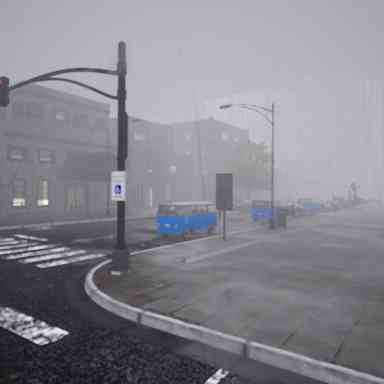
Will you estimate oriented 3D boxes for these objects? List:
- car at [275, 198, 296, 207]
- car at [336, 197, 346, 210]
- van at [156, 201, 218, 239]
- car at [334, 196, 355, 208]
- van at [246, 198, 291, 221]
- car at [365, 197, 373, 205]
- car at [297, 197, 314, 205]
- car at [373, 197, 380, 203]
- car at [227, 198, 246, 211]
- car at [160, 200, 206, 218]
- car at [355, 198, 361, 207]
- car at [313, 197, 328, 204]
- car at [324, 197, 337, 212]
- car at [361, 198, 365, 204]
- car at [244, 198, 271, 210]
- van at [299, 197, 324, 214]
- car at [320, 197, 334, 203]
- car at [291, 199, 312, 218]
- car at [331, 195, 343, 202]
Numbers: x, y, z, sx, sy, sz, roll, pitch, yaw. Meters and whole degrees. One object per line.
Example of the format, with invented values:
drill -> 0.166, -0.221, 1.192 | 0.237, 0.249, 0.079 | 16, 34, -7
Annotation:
car -> 15.248, 1.652, 54.133 | 1.887, 1.381, 4.507 | 0, 0, 35
car -> 18.917, 1.721, 44.781 | 1.947, 1.339, 4.313 | 0, 0, 35
van -> -0.136, 1.399, 17.679 | 1.690, 1.788, 3.998 | 0, 0, 35
car -> 22.095, 1.489, 49.300 | 2.192, 1.841, 5.009 | 0, 0, 35
van -> 6.216, 1.428, 26.713 | 1.690, 1.788, 3.998 | 0, 0, 35
car -> 34.796, 1.801, 67.368 | 1.887, 1.381, 4.507 | 0, 0, 35
car -> 21.600, 1.691, 63.167 | 1.887, 1.381, 4.507 | 0, 0, 35
car -> 44.324, 1.891, 80.919 | 1.947, 1.339, 4.313 | 0, 0, 35
car -> 5.722, 1.493, 40.583 | 1.967, 1.590, 4.097 | 0, 0, 35
car -> -0.728, 1.545, 31.408 | 1.752, 1.417, 4.829 | 0, 0, 35
car -> 25.271, 1.509, 53.817 | 2.192, 1.841, 5.009 | 0, 0, 35
car -> 27.853, 1.714, 72.062 | 1.752, 1.417, 4.829 | 0, 0, 35
car -> 15.840, 1.663, 40.404 | 1.752, 1.417, 4.829 | 0, 0, 35
car -> 28.543, 1.740, 58.473 | 1.752, 1.417, 4.829 | 0, 0, 35
car -> 8.897, 1.615, 45.100 | 1.887, 1.381, 4.507 | 0, 0, 35
van -> 12.567, 1.461, 35.747 | 1.690, 1.788, 3.998 | 0, 0, 35
car -> 31.126, 1.778, 76.719 | 1.947, 1.339, 4.313 | 0, 0, 35
car -> 9.390, 1.648, 31.230 | 1.887, 1.381, 4.507 | 0, 0, 35
car -> 37.478, 1.698, 85.753 | 1.967, 1.590, 4.097 | 0, 0, 35
